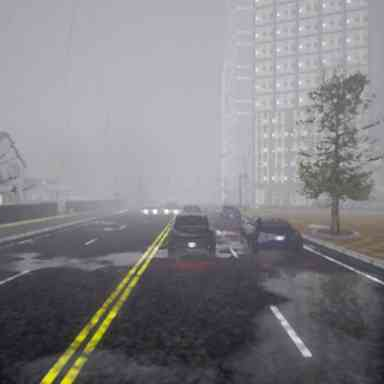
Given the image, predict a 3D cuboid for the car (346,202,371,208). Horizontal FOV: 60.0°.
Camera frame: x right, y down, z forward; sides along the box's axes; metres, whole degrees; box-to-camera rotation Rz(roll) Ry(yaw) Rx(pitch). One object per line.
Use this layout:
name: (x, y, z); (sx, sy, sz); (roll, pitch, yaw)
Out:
car: (31.037, 2.339, 62.345); (4.403, 1.369, 2.008); (0, 1, 20)

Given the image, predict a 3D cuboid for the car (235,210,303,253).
car: (3.253, 1.697, 14.297); (1.994, 1.385, 4.181); (0, 0, 0)

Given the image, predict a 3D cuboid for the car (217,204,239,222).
car: (3.251, 1.804, 29.392); (1.812, 1.442, 4.674); (0, 0, 0)

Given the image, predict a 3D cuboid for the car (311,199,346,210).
car: (23.004, 2.208, 56.890); (5.009, 1.841, 2.192); (0, 1, 20)

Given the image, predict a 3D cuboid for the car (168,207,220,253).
car: (0.003, 1.641, 14.294); (1.837, 1.490, 4.892); (0, 0, 0)

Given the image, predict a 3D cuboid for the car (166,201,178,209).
car: (-3.261, 2.136, 54.571); (1.895, 1.301, 4.718); (0, -1, 0)

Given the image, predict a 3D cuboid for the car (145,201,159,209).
car: (-6.511, 2.136, 54.570); (1.895, 1.301, 4.718); (0, -1, 0)

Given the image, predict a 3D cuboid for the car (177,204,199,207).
car: (-0.004, 1.821, 28.981); (2.033, 1.411, 5.357); (0, -1, 0)
